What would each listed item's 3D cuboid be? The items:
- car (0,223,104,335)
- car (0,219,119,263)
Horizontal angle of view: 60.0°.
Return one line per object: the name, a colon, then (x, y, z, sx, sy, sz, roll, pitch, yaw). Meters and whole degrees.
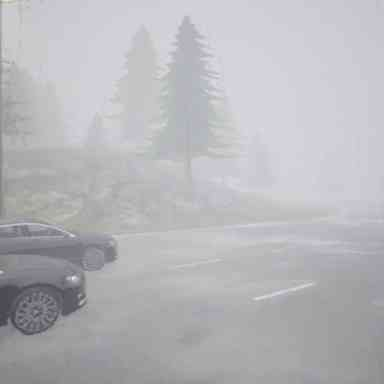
car: (-4.150, 1.491, 5.083, 4.902, 1.511, 2.128, 0, 0, -35)
car: (-4.467, 1.491, 9.159, 4.902, 1.511, 2.128, 0, 0, -35)
